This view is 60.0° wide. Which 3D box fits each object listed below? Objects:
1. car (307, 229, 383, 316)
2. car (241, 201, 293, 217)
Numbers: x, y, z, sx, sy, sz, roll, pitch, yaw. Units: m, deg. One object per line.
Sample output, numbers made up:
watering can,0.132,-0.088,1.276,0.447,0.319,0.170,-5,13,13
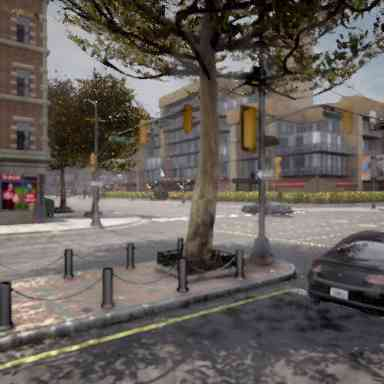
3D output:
car,4.246,1.521,6.989,4.674,1.442,1.812,0,0,-39
car,7.073,1.533,31.822,2.033,1.411,5.357,0,0,-34
